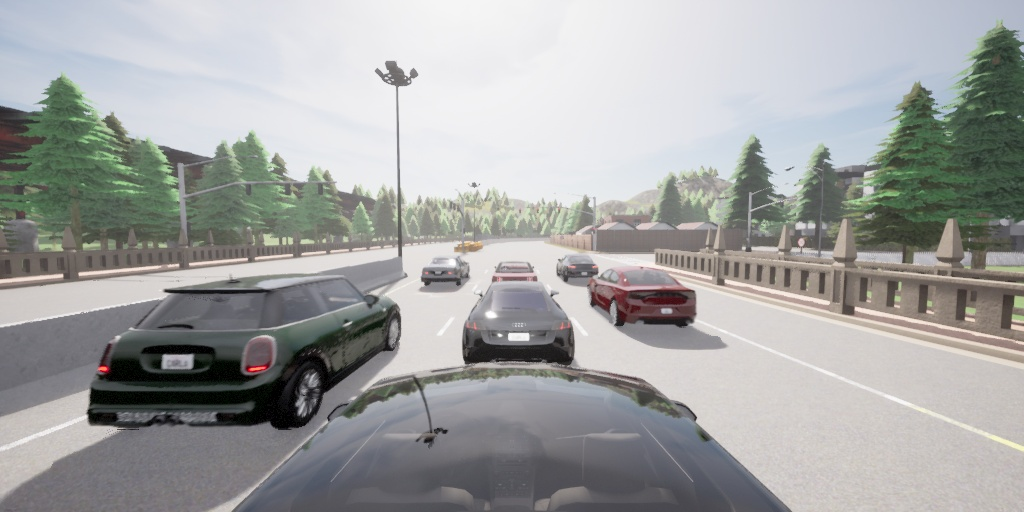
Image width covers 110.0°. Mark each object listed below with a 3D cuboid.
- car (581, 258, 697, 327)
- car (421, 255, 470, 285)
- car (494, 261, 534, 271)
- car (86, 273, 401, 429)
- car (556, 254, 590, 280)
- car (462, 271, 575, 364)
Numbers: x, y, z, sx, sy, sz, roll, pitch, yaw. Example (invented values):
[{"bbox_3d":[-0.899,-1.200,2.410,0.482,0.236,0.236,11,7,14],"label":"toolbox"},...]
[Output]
[{"bbox_3d":[3.606,1.031,10.827,1.882,1.535,5.008,0,2,0],"label":"car"},{"bbox_3d":[-3.389,0.669,18.973,2.033,1.411,5.357,0,3,0],"label":"car"},{"bbox_3d":[0.109,0.859,16.556,1.895,1.301,4.718,0,3,0],"label":"car"},{"bbox_3d":[-3.400,1.059,5.777,2.097,1.767,4.553,0,1,0],"label":"car"},{"bbox_3d":[3.613,0.581,20.154,1.812,1.442,4.674,0,3,0],"label":"car"},{"bbox_3d":[0.105,1.222,7.794,1.994,1.385,4.181,0,2,0],"label":"car"}]
